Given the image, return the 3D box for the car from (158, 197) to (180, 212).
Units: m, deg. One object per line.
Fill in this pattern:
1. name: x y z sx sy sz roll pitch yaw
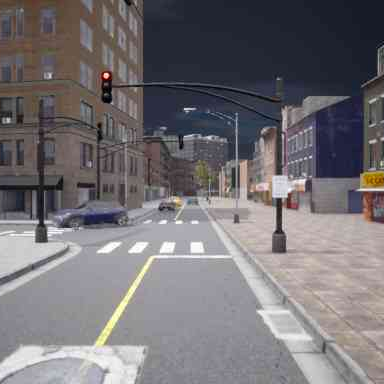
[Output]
1. car: -2.836 1.555 38.685 2.033 1.411 5.357 0 0 0

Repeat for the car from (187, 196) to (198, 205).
1. car: 0.118 1.510 59.158 2.128 1.511 4.902 0 0 0

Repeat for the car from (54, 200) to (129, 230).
1. car: -6.497 1.370 21.601 4.553 1.767 2.097 -1 0 -39
